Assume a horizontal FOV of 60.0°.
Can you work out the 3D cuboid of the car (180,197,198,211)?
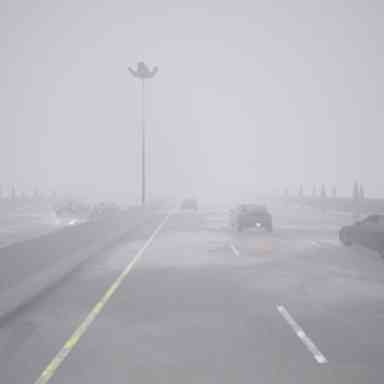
[{"bbox_3d":[-0.336,1.342,38.432,2.128,1.511,4.902,0,0,-1],"label":"car"}]

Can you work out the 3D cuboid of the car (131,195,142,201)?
[{"bbox_3d":[-11.333,1.325,71.997,1.895,1.301,4.718,0,0,-1],"label":"car"}]

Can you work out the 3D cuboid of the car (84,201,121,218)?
[{"bbox_3d":[-7.416,1.473,28.613,1.994,1.385,4.181,0,0,-1],"label":"car"}]

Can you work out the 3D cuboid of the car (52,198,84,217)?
[{"bbox_3d":[-10.943,1.512,30.813,1.895,1.301,4.718,0,0,-1],"label":"car"}]

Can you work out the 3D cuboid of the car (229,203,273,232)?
[{"bbox_3d":[3.384,1.418,19.538,1.837,1.490,4.892,0,0,-1],"label":"car"}]

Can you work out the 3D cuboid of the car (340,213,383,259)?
[{"bbox_3d":[6.968,1.459,11.695,1.812,1.442,4.674,0,0,-1],"label":"car"}]

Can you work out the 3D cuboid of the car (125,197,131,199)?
[{"bbox_3d":[-14.930,1.195,80.184,2.128,1.511,4.902,0,0,-1],"label":"car"}]

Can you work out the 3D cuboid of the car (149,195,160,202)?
[{"bbox_3d":[-7.795,1.285,68.801,1.994,1.385,4.181,0,0,-1],"label":"car"}]

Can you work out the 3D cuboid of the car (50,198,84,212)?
[{"bbox_3d":[-14.532,1.438,38.960,2.033,1.411,5.357,0,0,-1],"label":"car"}]
